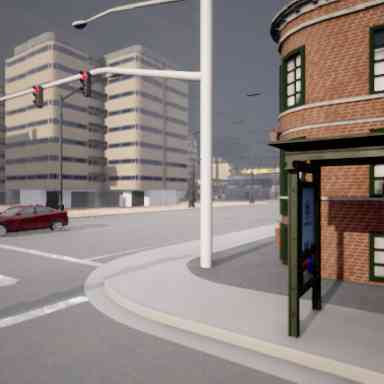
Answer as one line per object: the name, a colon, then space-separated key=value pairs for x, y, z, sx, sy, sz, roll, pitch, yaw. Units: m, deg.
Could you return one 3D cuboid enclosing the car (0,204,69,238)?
car: x=-9.166 y=1.471 z=18.041 sx=1.882 sy=1.535 sz=5.008 roll=0 pitch=0 yaw=35
